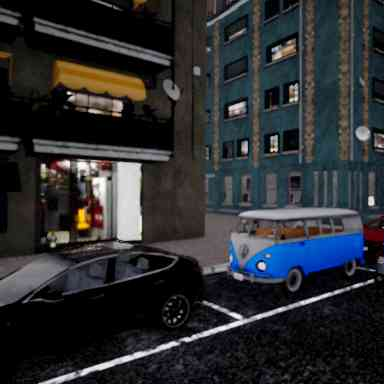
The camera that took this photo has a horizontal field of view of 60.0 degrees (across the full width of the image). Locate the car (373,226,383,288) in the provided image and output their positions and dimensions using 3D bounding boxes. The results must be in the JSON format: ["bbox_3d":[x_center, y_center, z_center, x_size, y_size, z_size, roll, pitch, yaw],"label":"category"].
[{"bbox_3d":[6.042,1.539,7.690,4.181,1.385,1.994,0,0,-35],"label":"car"}]

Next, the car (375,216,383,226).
[{"bbox_3d":[7.228,1.511,11.710,4.507,1.381,1.887,0,1,-36],"label":"car"}]

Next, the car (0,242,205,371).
[{"bbox_3d":[-1.765,1.562,5.293,4.313,1.339,1.947,0,1,-36],"label":"car"}]

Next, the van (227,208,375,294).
[{"bbox_3d":[2.732,1.322,8.499,3.998,1.788,1.690,0,1,-36],"label":"van"}]
